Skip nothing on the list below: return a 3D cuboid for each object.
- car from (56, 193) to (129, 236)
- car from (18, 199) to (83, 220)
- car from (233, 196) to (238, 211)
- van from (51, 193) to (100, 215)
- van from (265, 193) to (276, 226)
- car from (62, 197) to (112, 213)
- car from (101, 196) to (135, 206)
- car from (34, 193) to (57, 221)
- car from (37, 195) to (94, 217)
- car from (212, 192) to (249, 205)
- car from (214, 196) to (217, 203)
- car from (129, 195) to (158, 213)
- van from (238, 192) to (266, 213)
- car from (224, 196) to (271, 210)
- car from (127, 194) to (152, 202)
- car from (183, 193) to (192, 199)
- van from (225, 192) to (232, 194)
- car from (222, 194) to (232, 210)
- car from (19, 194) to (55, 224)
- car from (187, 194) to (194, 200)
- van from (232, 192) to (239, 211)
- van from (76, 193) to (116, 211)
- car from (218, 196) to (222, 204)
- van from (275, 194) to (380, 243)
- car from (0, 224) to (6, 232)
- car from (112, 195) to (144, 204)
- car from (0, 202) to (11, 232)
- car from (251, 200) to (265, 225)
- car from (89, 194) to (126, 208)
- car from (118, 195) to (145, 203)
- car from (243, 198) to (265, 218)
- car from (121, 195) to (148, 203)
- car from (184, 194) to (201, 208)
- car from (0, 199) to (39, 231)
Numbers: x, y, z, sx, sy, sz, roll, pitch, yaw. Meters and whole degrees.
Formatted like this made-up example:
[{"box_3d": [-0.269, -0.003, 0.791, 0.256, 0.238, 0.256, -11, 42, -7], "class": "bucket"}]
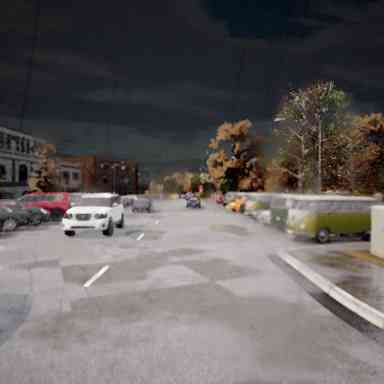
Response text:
[{"box_3d": [-5.076, 1.124, 17.977, 2.150, 2.045, 5.566, 0, 0, -1], "class": "car"}, {"box_3d": [-11.357, 1.387, 27.047, 4.674, 1.452, 2.002, -1, 0, -20], "class": "car"}, {"box_3d": [6.462, 1.377, 29.868, 4.674, 1.452, 2.002, 1, 0, -20], "class": "car"}, {"box_3d": [-11.451, 1.105, 32.866, 4.442, 1.987, 1.878, -1, 0, -20], "class": "van"}, {"box_3d": [6.546, 1.161, 18.131, 4.442, 1.987, 1.878, 1, 0, -20], "class": "van"}, {"box_3d": [-11.326, 1.322, 35.844, 5.008, 1.535, 2.097, -1, 0, -20], "class": "car"}, {"box_3d": [-11.266, 1.334, 50.525, 4.792, 1.488, 2.163, -1, 0, -20], "class": "car"}, {"box_3d": [-11.391, 1.107, 24.097, 5.566, 2.045, 2.435, -1, 0, -20], "class": "car"}, {"box_3d": [-11.319, 1.210, 29.984, 4.553, 1.767, 2.185, -1, 0, -20], "class": "car"}, {"box_3d": [6.513, 1.049, 56.349, 5.566, 2.045, 2.435, 1, 0, -20], "class": "car"}, {"box_3d": [6.554, 1.333, 53.432, 4.792, 1.488, 2.163, 1, 0, -20], "class": "car"}, {"box_3d": [-5.007, 1.347, 34.412, 1.837, 1.490, 4.892, 0, 0, 0], "class": "car"}, {"box_3d": [6.354, 1.121, 26.875, 4.442, 1.987, 1.878, 1, 0, -20], "class": "van"}, {"box_3d": [6.482, 1.317, 38.698, 4.892, 1.521, 2.231, 1, 0, -20], "class": "car"}, {"box_3d": [-11.238, 1.294, 71.046, 4.892, 1.521, 2.231, -1, 0, -20], "class": "car"}, {"box_3d": [0.131, 1.308, 53.635, 2.128, 1.511, 4.902, 0, 0, 0], "class": "car"}, {"box_3d": [6.605, 1.088, 41.687, 4.442, 1.987, 1.878, 1, 0, -20], "class": "van"}, {"box_3d": [6.308, 1.317, 35.688, 5.366, 1.575, 1.946, 1, 0, -20], "class": "car"}, {"box_3d": [-11.405, 1.244, 21.174, 4.553, 1.767, 2.185, -1, 0, -20], "class": "car"}, {"box_3d": [-0.417, 1.376, 94.757, 2.097, 1.535, 5.008, 0, -1, -1], "class": "car"}, {"box_3d": [6.586, 1.105, 32.850, 4.442, 1.987, 1.878, 1, 0, -20], "class": "van"}, {"box_3d": [-11.220, 1.088, 38.821, 4.442, 1.987, 1.878, -1, 0, -20], "class": "van"}, {"box_3d": [6.532, 1.339, 44.597, 4.792, 1.488, 2.163, 1, 0, -20], "class": "car"}, {"box_3d": [6.322, 1.174, 15.099, 4.442, 1.987, 1.878, 1, 1, -20], "class": "van"}, {"box_3d": [-4.475, 1.479, 4.390, 1.837, 1.490, 4.892, 0, 0, -9], "class": "car"}, {"box_3d": [-11.443, 1.299, 59.247, 5.366, 1.575, 1.946, -1, 0, -20], "class": "car"}, {"box_3d": [-11.353, 1.428, 15.317, 4.792, 1.488, 2.163, -1, 0, -20], "class": "car"}, {"box_3d": [6.448, 1.411, 21.029, 4.674, 1.452, 2.002, 1, 1, -20], "class": "car"}, {"box_3d": [-11.341, 1.184, 44.638, 4.553, 1.767, 2.185, -1, 0, -20], "class": "car"}, {"box_3d": [-11.266, 1.338, 62.250, 4.674, 1.452, 2.002, -1, 0, -20], "class": "car"}, {"box_3d": [6.453, 1.399, 23.974, 4.674, 1.452, 2.002, 1, 1, -20], "class": "car"}, {"box_3d": [-11.263, 1.297, 65.183, 4.892, 1.521, 2.231, -1, 0, -20], "class": "car"}, {"box_3d": [0.203, 1.350, 43.363, 1.812, 1.442, 4.674, 0, 0, 0], "class": "car"}, {"box_3d": [-11.370, 1.385, 18.244, 4.892, 1.521, 2.231, -1, 1, -20], "class": "car"}]
